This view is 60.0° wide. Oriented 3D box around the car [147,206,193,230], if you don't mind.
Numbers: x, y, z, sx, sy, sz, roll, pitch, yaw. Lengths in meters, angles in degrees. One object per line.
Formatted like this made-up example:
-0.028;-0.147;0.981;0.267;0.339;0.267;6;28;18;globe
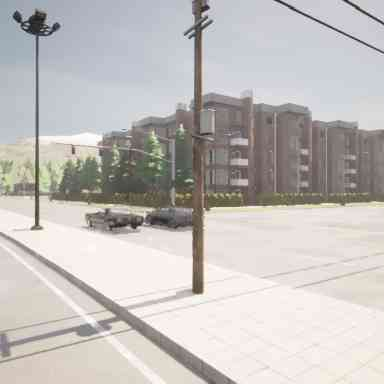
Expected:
-1.281;1.564;21.433;1.994;1.385;4.181;0;0;-38;car

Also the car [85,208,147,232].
-4.905;1.601;20.411;1.895;1.301;4.718;0;0;-38;car
